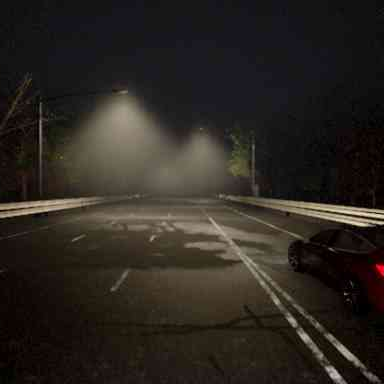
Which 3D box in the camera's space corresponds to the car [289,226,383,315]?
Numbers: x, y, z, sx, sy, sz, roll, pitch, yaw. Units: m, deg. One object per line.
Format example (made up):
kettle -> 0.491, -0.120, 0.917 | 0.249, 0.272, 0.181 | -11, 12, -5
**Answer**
car -> 3.783, 1.470, 7.505 | 2.163, 1.488, 4.792 | 0, 0, -2
